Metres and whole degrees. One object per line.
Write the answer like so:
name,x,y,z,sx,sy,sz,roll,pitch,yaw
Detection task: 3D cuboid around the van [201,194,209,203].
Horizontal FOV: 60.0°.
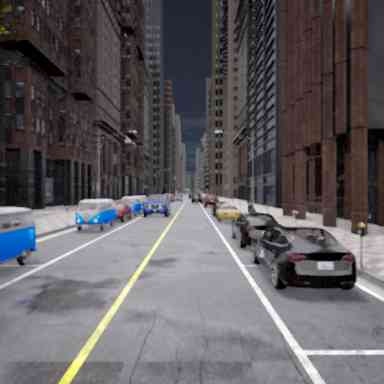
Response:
van,2.762,1.342,70.763,1.690,1.788,3.998,0,0,0

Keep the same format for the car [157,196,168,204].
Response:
car,-5.763,1.542,65.133,1.887,1.381,4.507,0,0,0

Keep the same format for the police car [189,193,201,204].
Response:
police car,0.899,1.422,63.621,1.930,1.638,5.238,0,0,0

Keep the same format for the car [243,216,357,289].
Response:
car,2.763,1.562,8.957,1.947,1.339,4.313,0,0,0

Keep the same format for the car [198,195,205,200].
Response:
car,2.762,1.595,93.239,1.802,1.307,4.206,0,0,0

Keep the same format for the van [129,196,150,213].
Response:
van,-5.762,1.331,37.042,1.690,1.788,3.998,0,0,0

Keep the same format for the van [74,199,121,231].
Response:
van,-5.762,1.334,20.186,1.690,1.788,3.998,0,0,0

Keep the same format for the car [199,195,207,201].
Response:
car,2.762,1.532,82.171,1.752,1.417,4.829,0,0,0

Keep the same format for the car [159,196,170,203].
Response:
car,-5.763,1.544,70.751,1.887,1.381,4.507,0,0,0

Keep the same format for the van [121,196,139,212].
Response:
van,-5.762,1.332,31.423,1.690,1.788,3.998,0,0,0

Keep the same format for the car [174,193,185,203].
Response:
car,-3.001,1.332,69.502,2.097,1.767,4.553,0,0,0

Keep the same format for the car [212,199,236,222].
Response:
car,2.763,1.517,25.983,1.752,1.417,4.829,0,0,0

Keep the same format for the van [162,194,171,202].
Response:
van,-5.763,1.344,76.370,1.690,1.788,3.998,0,0,0

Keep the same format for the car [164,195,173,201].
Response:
car,-5.763,1.557,81.988,2.008,1.369,4.403,0,0,0

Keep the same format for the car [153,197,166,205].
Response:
car,-5.763,1.545,59.521,2.008,1.369,4.403,0,0,0

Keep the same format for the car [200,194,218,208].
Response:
car,2.762,1.307,48.289,2.192,1.841,5.009,0,0,0

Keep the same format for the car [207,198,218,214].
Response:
car,2.763,1.557,31.432,1.947,1.339,4.313,0,0,0

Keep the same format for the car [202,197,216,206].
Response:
car,2.762,1.544,53.907,2.008,1.369,4.403,0,0,0

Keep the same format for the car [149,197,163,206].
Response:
car,-5.763,1.518,53.726,1.752,1.417,4.829,0,0,0

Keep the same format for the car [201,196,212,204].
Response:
car,2.762,1.548,65.144,2.008,1.369,4.403,0,0,0

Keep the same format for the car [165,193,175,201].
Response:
car,-5.763,1.324,87.607,2.192,1.841,5.009,0,0,0

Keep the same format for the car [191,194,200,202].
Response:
car,0.898,1.356,79.482,2.097,1.767,4.553,0,0,0

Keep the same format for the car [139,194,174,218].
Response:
car,-3.100,1.216,30.448,2.150,2.045,5.566,0,0,0

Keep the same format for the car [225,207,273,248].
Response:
car,2.763,1.561,14.575,1.947,1.339,4.313,0,0,0

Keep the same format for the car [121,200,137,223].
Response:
car,-5.762,1.536,25.805,1.887,1.381,4.507,0,0,0

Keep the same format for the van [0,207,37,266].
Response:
van,-5.762,1.337,8.950,1.690,1.788,3.998,0,0,0
